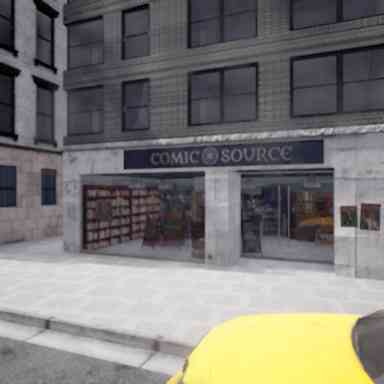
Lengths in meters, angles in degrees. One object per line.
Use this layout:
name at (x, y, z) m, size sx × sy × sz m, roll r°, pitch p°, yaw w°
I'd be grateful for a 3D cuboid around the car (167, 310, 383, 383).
car at (2.413, 1.453, 2.348) m, size 5.366 × 1.575 × 1.801 m, roll 0°, pitch 0°, yaw 22°
